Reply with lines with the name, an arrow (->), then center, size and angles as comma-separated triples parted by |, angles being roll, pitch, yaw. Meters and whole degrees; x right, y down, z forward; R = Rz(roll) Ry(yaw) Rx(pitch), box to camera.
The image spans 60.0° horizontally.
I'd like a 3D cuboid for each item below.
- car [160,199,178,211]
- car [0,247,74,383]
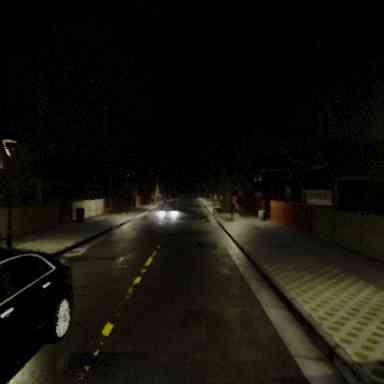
car -> -2.771, 1.535, 40.482 | 1.895, 1.301, 4.718 | 0, 0, 1
car -> -2.841, 1.497, 3.610 | 1.837, 1.490, 4.892 | 0, 0, 0
